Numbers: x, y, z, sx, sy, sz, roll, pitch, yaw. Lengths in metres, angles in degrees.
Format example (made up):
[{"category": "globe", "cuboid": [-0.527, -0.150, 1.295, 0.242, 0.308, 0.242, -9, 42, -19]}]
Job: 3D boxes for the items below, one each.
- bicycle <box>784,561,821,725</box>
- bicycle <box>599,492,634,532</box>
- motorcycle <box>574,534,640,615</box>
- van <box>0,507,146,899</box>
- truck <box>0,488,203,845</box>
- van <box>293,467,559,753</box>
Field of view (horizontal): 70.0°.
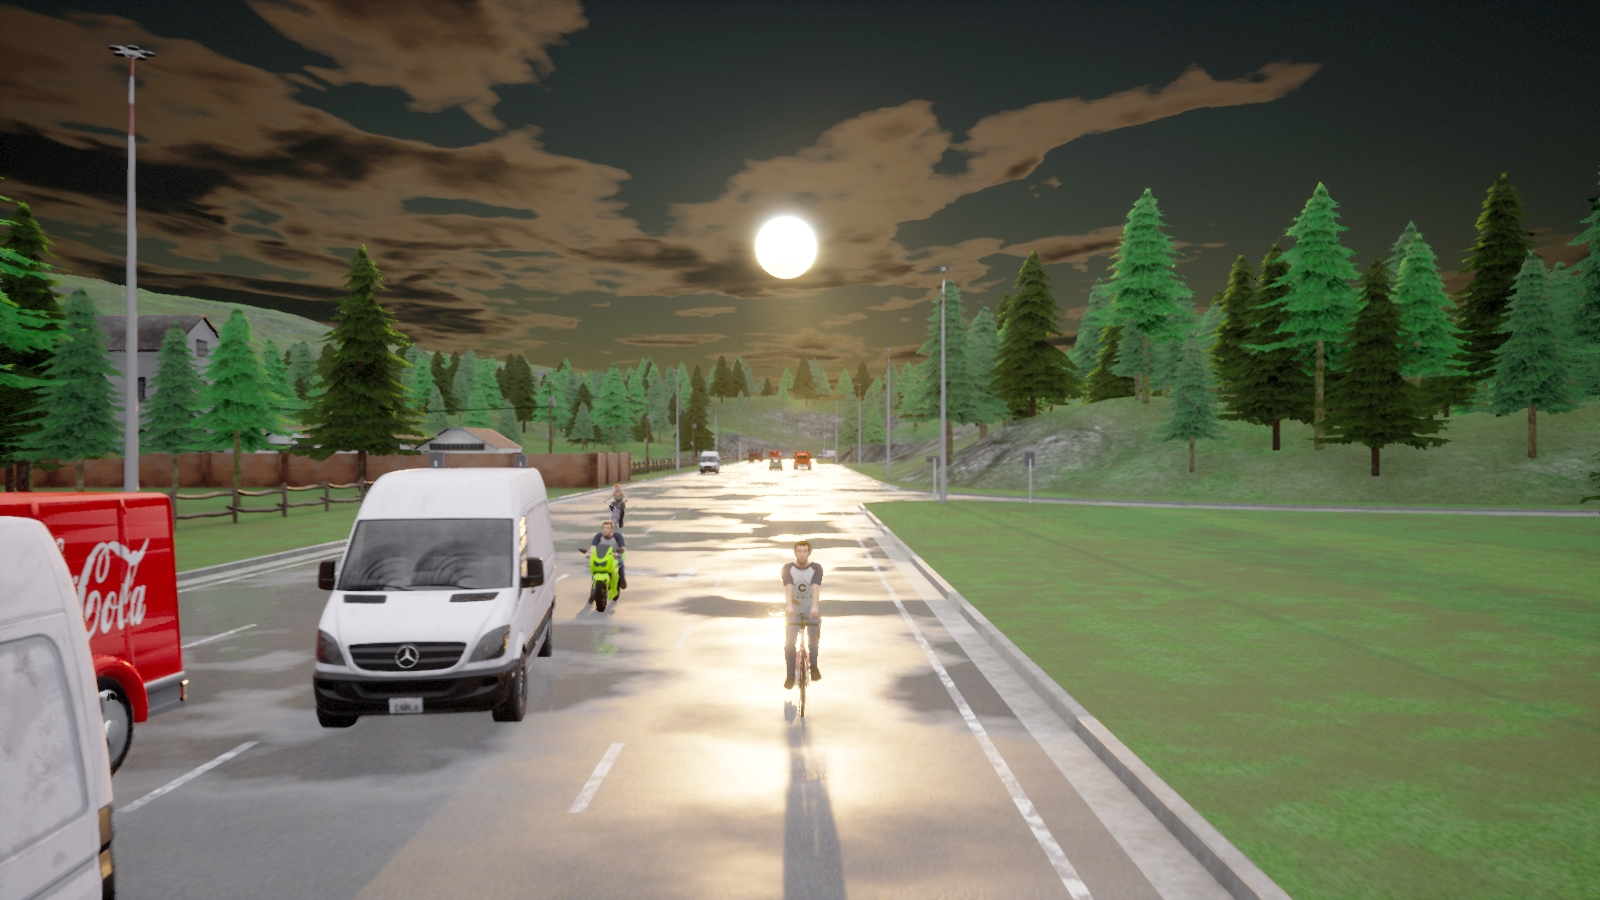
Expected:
[{"category": "bicycle", "cuboid": [0.025, 2.047, 12.472, 0.373, 1.496, 1.643, 0, 0, 0]}, {"category": "bicycle", "cuboid": [-6.341, 2.133, 39.592, 0.859, 1.277, 1.487, 0, 0, 6]}, {"category": "motorcycle", "cuboid": [-3.403, 2.172, 20.282, 0.803, 1.199, 2.033, 0, 0, 1]}, {"category": "van", "cuboid": [-3.703, 1.531, 1.960, 1.988, 2.561, 5.915, 0, 0, -2]}, {"category": "truck", "cuboid": [-6.982, 1.569, 8.227, 2.627, 2.467, 5.204, 0, -1, 0]}, {"category": "van", "cuboid": [-4.106, 1.525, 13.621, 1.988, 2.561, 5.915, 0, 0, -8]}]
